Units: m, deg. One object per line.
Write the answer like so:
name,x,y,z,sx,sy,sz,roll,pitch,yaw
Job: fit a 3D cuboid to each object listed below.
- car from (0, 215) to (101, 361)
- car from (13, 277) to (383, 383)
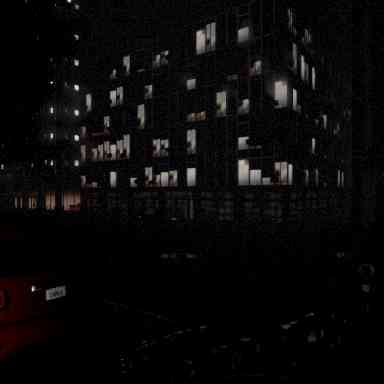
car,-3.607,1.315,5.452,5.009,1.841,2.192,0,0,36
car,0.889,1.566,2.243,4.313,1.339,1.947,0,0,36
